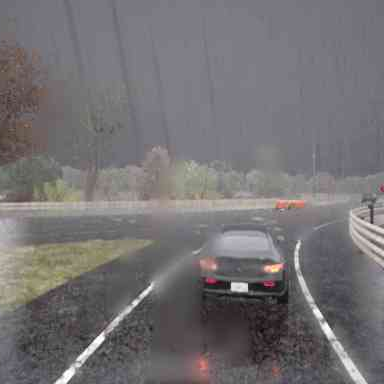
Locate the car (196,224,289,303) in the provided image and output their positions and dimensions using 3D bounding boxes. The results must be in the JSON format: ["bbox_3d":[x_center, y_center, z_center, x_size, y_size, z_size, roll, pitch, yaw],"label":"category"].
[{"bbox_3d":[1.275,1.511,8.134,1.812,1.442,4.674,0,0,11],"label":"car"}]

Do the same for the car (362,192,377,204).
[{"bbox_3d":[33.366,1.085,62.585,2.150,2.045,5.566,0,0,33],"label":"car"}]

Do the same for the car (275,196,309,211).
[{"bbox_3d":[11.874,1.266,39.391,4.553,1.767,2.097,0,0,-40],"label":"car"}]
